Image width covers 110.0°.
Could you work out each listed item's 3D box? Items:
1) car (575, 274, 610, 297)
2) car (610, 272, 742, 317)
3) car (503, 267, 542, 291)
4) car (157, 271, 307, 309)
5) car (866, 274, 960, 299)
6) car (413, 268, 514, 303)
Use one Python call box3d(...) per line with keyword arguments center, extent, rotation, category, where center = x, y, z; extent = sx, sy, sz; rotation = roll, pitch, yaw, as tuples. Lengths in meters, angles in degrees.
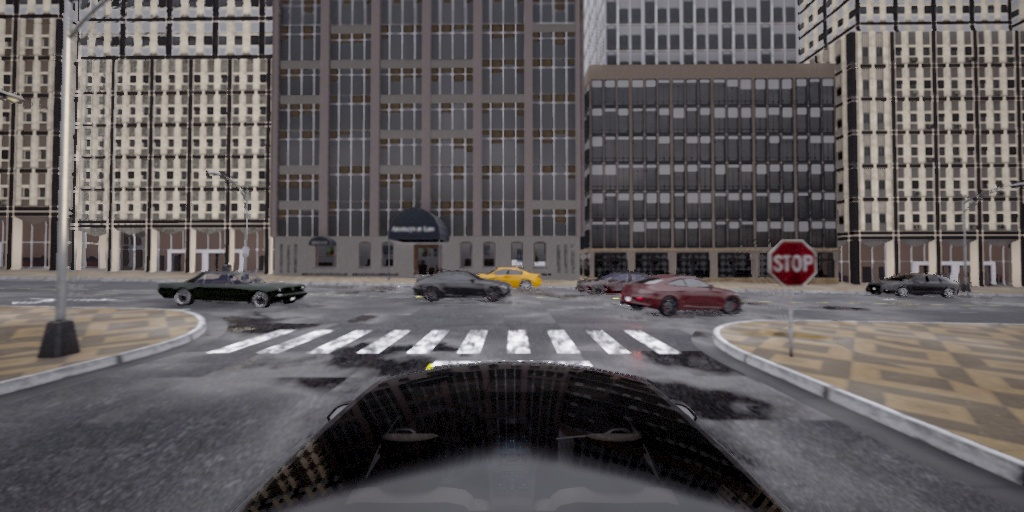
box3d(center=(6.417, 1.604, 20.616), extent=(5.357, 1.411, 2.033), rotation=(1, -1, 1), category="car")
box3d(center=(6.370, 1.435, 13.568), extent=(4.674, 1.442, 1.812), rotation=(2, -2, -18), category="car")
box3d(center=(-0.526, 1.498, 23.950), extent=(5.008, 1.535, 1.882), rotation=(1, -1, 1), category="car")
box3d(center=(-10.805, 1.290, 14.137), extent=(4.718, 1.301, 1.895), rotation=(2, -1, 1), category="car")
box3d(center=(26.291, 1.951, 23.610), extent=(4.892, 1.490, 1.837), rotation=(1, -1, 1), category="car")
box3d(center=(-2.374, 1.430, 17.250), extent=(4.674, 1.442, 1.812), rotation=(0, -1, 1), category="car")
